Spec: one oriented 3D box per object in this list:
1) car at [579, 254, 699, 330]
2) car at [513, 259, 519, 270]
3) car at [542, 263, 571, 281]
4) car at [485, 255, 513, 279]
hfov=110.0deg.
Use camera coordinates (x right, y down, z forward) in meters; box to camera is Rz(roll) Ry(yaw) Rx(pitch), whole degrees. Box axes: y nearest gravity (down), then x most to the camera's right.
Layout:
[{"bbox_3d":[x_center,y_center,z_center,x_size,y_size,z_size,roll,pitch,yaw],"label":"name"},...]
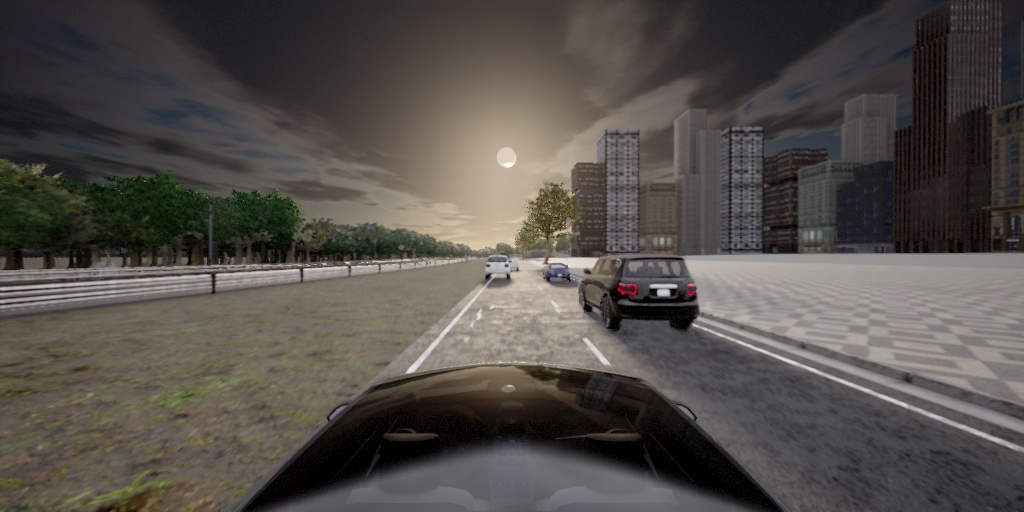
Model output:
[{"bbox_3d":[3.601,0.964,11.201,2.150,2.045,5.566,0,0,0],"label":"car"},{"bbox_3d":[0.020,1.294,51.261,1.812,1.442,4.674,0,0,0],"label":"car"},{"bbox_3d":[3.601,1.265,29.258,1.812,1.442,4.674,0,0,0],"label":"car"},{"bbox_3d":[-1.222,0.966,32.397,2.150,2.045,5.566,0,0,0],"label":"car"}]
